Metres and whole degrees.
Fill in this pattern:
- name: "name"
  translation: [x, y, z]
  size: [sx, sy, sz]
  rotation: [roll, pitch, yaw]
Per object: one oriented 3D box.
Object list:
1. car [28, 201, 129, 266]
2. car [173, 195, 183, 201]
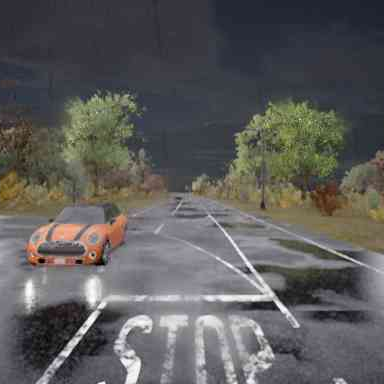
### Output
- name: "car"
  translation: [-3.506, 1.175, 11.073]
  size: [2.097, 1.767, 4.553]
  rotation: [1, 2, 0]
- name: "car"
  translation: [-3.414, 1.404, 80.618]
  size: [1.895, 1.301, 4.718]
  rotation: [0, 0, 5]
